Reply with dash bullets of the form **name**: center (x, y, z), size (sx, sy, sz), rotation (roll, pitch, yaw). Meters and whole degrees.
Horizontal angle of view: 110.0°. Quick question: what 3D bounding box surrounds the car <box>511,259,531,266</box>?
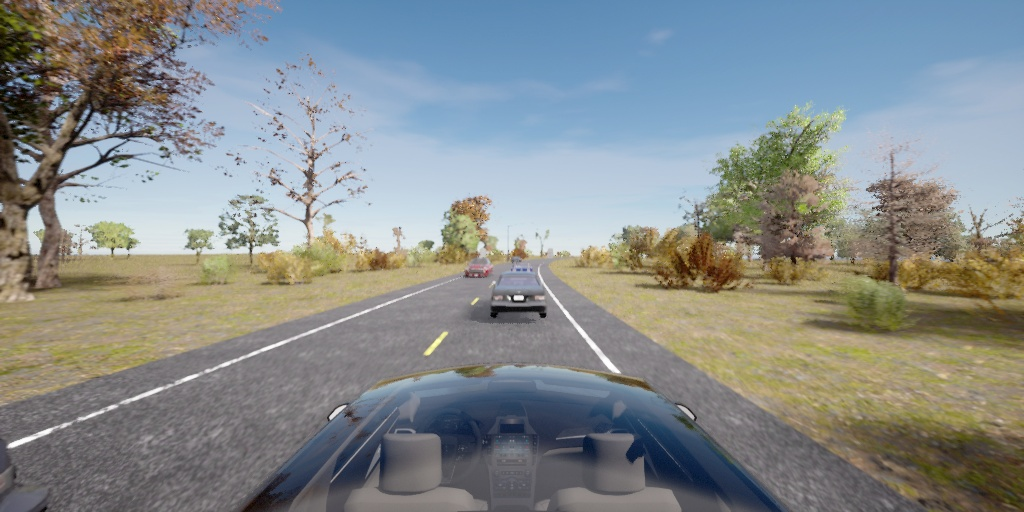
- **car**: center (0.908, 1.224, 32.059), size (1.895, 1.301, 4.718), rotation (0, 0, 3)

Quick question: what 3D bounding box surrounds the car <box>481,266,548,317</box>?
- **car**: center (0.233, 1.254, 12.935), size (2.033, 1.411, 5.357), rotation (0, 0, 1)

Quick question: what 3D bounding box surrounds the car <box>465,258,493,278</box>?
- **car**: center (-2.815, 0.977, 31.541), size (2.097, 1.767, 4.553), rotation (0, 0, 3)
